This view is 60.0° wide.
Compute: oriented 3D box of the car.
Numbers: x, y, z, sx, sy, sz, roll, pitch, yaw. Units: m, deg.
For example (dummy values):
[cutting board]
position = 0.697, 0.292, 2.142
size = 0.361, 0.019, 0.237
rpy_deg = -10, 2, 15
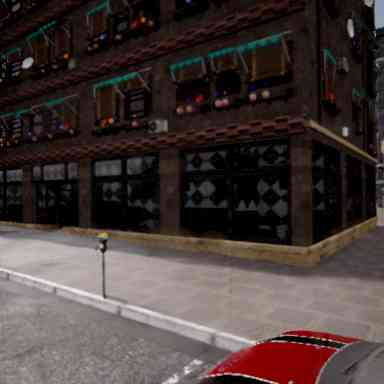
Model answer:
[car]
position = 1.719, 1.444, 1.667
size = 4.097, 1.590, 1.967
rpy_deg = 1, -1, 36
